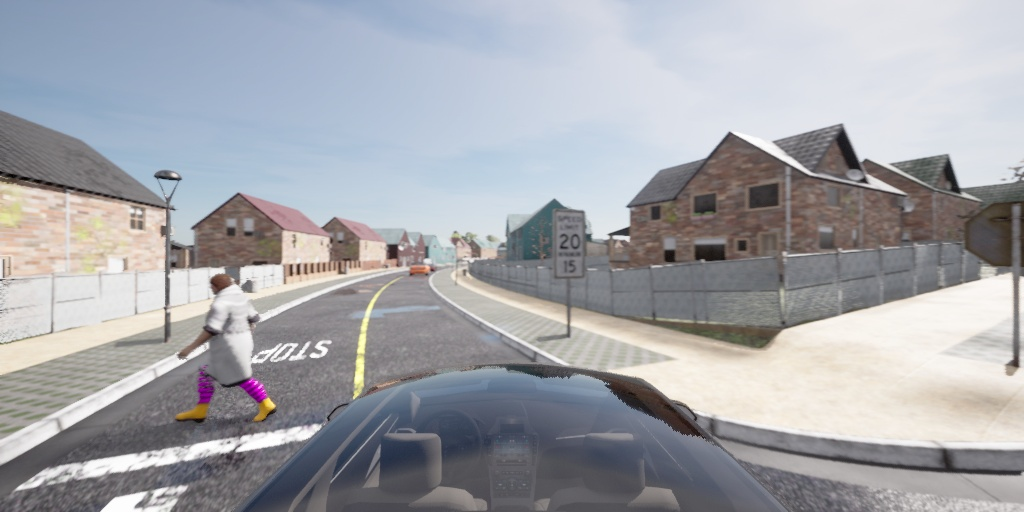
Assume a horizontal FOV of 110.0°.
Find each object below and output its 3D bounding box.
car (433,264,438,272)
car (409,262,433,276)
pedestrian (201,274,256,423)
[{"bbox_3d":[-12.185,1.658,53.002,1.994,1.385,4.181,0,0,-5],"label":"car"},{"bbox_3d":[-11.085,1.444,43.228,2.097,1.767,4.553,0,0,-9],"label":"car"},{"bbox_3d":[-3.430,1.092,4.357,0.375,1.860,0.375,-1,0,-23],"label":"pedestrian"}]
